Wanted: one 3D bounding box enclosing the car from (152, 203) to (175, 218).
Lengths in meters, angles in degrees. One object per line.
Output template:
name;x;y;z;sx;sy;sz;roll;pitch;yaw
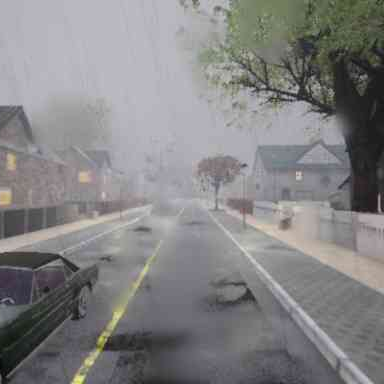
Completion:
car;-2.766;1.787;32.733;1.994;1.385;4.181;0;0;0

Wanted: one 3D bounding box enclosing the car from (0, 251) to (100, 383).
car;-2.842;1.631;4.653;1.895;1.301;4.718;0;0;0
